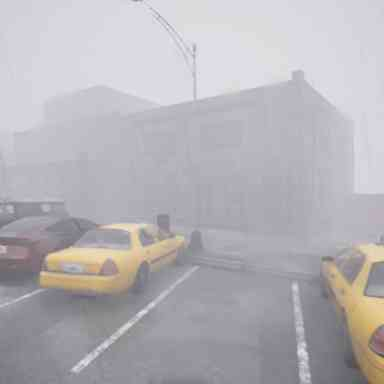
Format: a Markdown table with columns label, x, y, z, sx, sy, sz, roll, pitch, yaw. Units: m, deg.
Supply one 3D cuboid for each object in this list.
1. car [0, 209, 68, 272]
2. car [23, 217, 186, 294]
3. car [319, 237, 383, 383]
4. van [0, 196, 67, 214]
| label | x | y | z | sx | sy | sz | roll | pitch | yaw |
| --- | --- | --- | --- | --- | --- | --- | --- | --- | --- |
| car | -4.011 | 1.467 | 10.331 | 2.163 | 1.488 | 4.792 | 0 | -1 | 15 |
| car | -1.575 | 1.451 | 8.782 | 1.946 | 1.575 | 5.366 | 0 | -1 | 15 |
| car | 3.199 | 1.483 | 5.382 | 1.946 | 1.575 | 5.366 | 0 | -1 | 15 |
| van | -6.433 | 1.194 | 11.888 | 1.878 | 1.987 | 4.442 | 1 | 0 | 15 |
